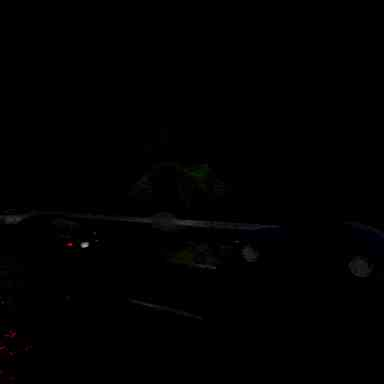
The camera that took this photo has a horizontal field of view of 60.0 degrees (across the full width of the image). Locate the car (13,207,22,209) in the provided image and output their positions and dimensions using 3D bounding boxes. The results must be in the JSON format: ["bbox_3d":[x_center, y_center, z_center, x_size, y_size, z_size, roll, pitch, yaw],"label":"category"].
[{"bbox_3d":[-11.891,1.618,21.069,4.718,1.301,1.895,0,0,35],"label":"car"}]

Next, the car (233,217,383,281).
[{"bbox_3d":[3.639,1.479,9.989,5.008,1.535,1.882,0,0,36],"label":"car"}]

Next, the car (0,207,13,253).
[{"bbox_3d":[-7.649,1.231,9.448,5.566,2.045,2.150,0,0,36],"label":"car"}]

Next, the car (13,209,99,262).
[{"bbox_3d":[-5.343,1.535,12.100,4.674,1.442,1.812,0,0,35],"label":"car"}]
